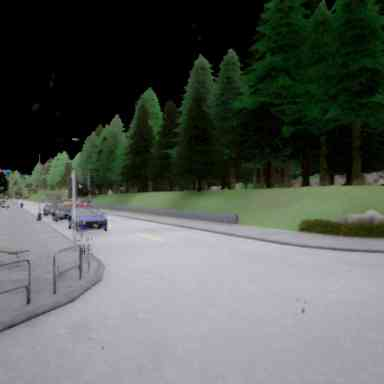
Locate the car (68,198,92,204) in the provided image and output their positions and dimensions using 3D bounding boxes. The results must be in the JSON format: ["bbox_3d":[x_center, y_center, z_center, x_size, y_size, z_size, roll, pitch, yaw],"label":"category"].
[{"bbox_3d":[-15.222,1.889,45.849,2.150,2.045,5.566,0,-1,-28],"label":"car"}]

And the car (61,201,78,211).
[{"bbox_3d":[-20.209,2.294,54.826,1.882,1.535,5.008,0,-1,-29],"label":"car"}]

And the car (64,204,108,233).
[{"bbox_3d":[-7.076,1.803,22.440,1.882,1.535,5.008,0,-1,-29],"label":"car"}]

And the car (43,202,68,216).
[{"bbox_3d":[-16.854,2.112,40.270,2.128,1.511,4.902,0,-1,-28],"label":"car"}]

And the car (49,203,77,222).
[{"bbox_3d":[-11.880,2.034,31.182,1.994,1.385,4.181,0,-1,-29],"label":"car"}]
